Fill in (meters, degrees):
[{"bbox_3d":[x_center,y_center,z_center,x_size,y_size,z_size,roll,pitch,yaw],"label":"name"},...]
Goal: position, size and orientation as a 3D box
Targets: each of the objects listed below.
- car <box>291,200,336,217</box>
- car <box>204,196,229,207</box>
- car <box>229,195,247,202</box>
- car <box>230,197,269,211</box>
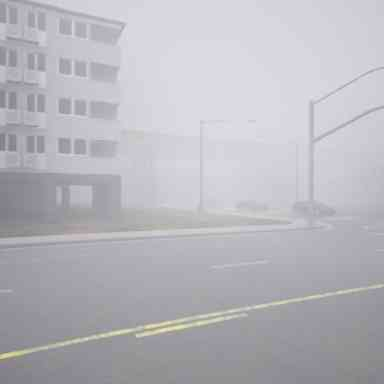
[{"bbox_3d":[12.148,1.625,33.513,1.837,1.490,4.892,0,0,-26],"label":"car"},{"bbox_3d":[3.396,1.606,52.347,2.128,1.511,4.902,0,0,-19],"label":"car"},{"bbox_3d":[10.239,1.731,75.319,2.033,1.411,5.357,0,0,40],"label":"car"},{"bbox_3d":[7.587,1.664,42.793,2.033,1.411,5.357,0,0,-26],"label":"car"}]
